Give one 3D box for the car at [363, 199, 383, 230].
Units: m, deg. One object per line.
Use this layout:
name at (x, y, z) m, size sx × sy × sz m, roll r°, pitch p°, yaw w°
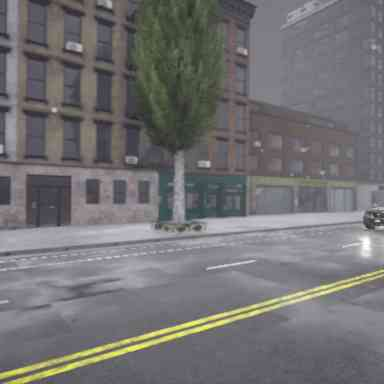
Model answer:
car at (13.104, 1.346, 21.022) m, size 5.566 × 2.045 × 2.150 m, roll 0°, pitch 0°, yaw -35°
